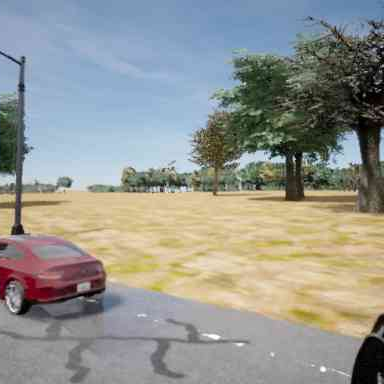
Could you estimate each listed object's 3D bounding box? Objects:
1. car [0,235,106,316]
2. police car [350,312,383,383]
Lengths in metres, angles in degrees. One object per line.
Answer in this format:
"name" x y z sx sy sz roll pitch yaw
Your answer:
"car" -4.032 1.775 8.073 4.674 1.442 1.812 -1 -2 36
"police car" 3.936 1.554 2.121 5.238 1.638 1.930 -1 -3 37
